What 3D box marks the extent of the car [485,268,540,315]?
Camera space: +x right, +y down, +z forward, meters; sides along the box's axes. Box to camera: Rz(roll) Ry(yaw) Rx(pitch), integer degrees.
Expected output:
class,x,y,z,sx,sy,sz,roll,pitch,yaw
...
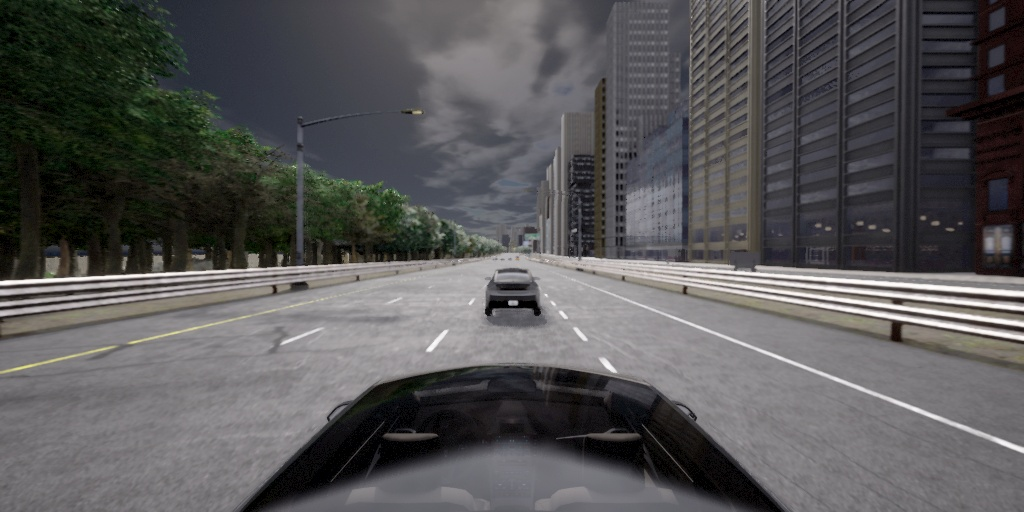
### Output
class,x,y,z,sx,sy,sz,roll,pitch,yaw
car,0.018,1.207,13.663,1.837,1.490,4.892,0,0,0
